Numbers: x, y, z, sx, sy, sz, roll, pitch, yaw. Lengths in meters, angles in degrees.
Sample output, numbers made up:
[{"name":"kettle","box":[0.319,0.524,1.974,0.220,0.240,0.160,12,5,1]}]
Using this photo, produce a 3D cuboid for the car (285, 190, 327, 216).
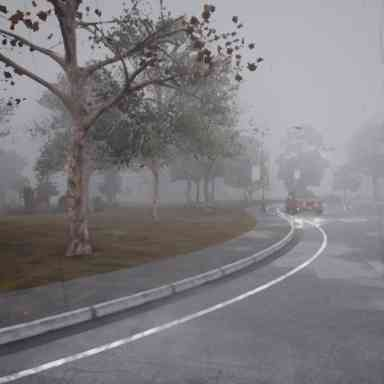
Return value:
[{"name":"car","box":[9.590,0.875,29.006,2.150,2.045,5.566,-1,1,5]}]

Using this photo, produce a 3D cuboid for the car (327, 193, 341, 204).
[{"name":"car","box":[18.458,0.850,45.471,4.181,1.385,1.994,-2,1,-35]}]
